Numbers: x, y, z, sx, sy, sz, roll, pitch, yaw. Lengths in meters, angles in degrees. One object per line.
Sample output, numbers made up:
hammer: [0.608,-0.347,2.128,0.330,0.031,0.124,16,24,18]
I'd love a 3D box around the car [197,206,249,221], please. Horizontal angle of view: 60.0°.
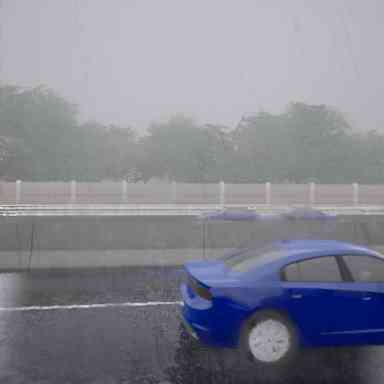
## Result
car: [2.666,1.745,23.336,4.674,1.442,1.812,0,-1,-8]

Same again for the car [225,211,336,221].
car: [4.280,1.769,16.490,4.718,1.301,1.895,0,-1,-8]

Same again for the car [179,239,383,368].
car: [2.305,1.538,5.430,5.008,1.535,1.882,0,-1,-8]

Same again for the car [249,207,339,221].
car: [6.374,1.689,20.303,5.008,1.535,1.882,0,-1,-8]
